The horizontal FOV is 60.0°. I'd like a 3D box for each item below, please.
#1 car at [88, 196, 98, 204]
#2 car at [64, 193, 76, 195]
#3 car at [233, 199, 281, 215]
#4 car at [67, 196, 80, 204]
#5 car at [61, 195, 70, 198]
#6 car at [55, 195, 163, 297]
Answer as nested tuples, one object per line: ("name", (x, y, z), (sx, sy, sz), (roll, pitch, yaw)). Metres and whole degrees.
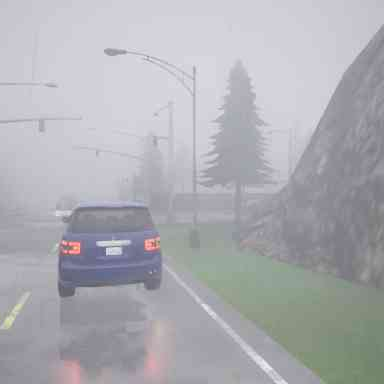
("car", (-19.240, 1.526, 64.582), (1.812, 1.442, 4.674), (0, 0, -17))
("car", (-19.364, 1.221, 52.657), (2.150, 2.045, 5.566), (0, 0, -17))
("car", (6.511, 1.505, 33.284), (4.892, 1.490, 1.837), (0, 0, -18))
("car", (-22.619, 1.564, 63.563), (1.994, 1.385, 4.181), (0, 0, -17))
("car", (-16.394, 1.492, 42.874), (2.128, 1.511, 4.902), (0, 0, -17))
("car", (-2.248, 1.221, 8.924), (2.150, 2.045, 5.566), (0, 0, -16))
